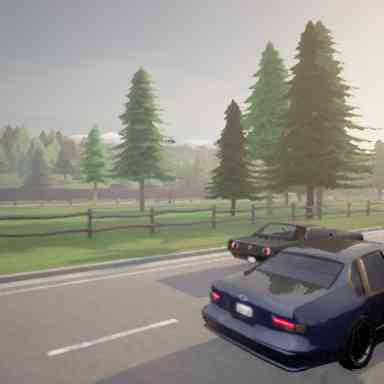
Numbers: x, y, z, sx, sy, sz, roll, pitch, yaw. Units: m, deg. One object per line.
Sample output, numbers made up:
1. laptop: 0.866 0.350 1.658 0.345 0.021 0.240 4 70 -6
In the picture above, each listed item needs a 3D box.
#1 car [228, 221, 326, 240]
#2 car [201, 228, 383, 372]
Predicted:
1. car: 3.463 1.585 10.519 4.718 1.301 1.895 0 0 -36
2. car: 2.703 1.538 5.676 5.357 1.411 2.033 0 0 -36
